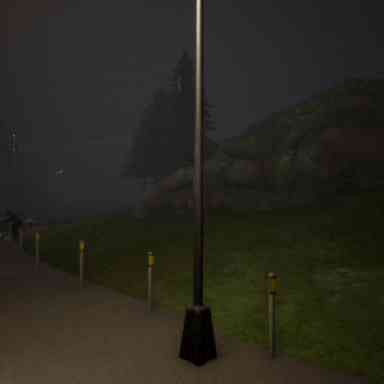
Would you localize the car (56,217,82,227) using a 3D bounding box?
[{"bbox_3d":[-18.940,4.679,51.560,2.128,1.511,4.902,0,-5,12],"label":"car"}]

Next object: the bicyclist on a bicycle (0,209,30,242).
[{"bbox_3d":[-9.761,1.787,17.881,1.656,1.620,0.582,9,-8,-28],"label":"bicyclist on a bicycle"}]

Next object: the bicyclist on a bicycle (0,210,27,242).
[{"bbox_3d":[-9.602,1.805,17.605,1.656,1.620,0.582,8,0,-28],"label":"bicyclist on a bicycle"}]

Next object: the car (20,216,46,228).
[{"bbox_3d":[-20.127,3.779,41.643,1.812,1.442,4.674,0,-5,3],"label":"car"}]
